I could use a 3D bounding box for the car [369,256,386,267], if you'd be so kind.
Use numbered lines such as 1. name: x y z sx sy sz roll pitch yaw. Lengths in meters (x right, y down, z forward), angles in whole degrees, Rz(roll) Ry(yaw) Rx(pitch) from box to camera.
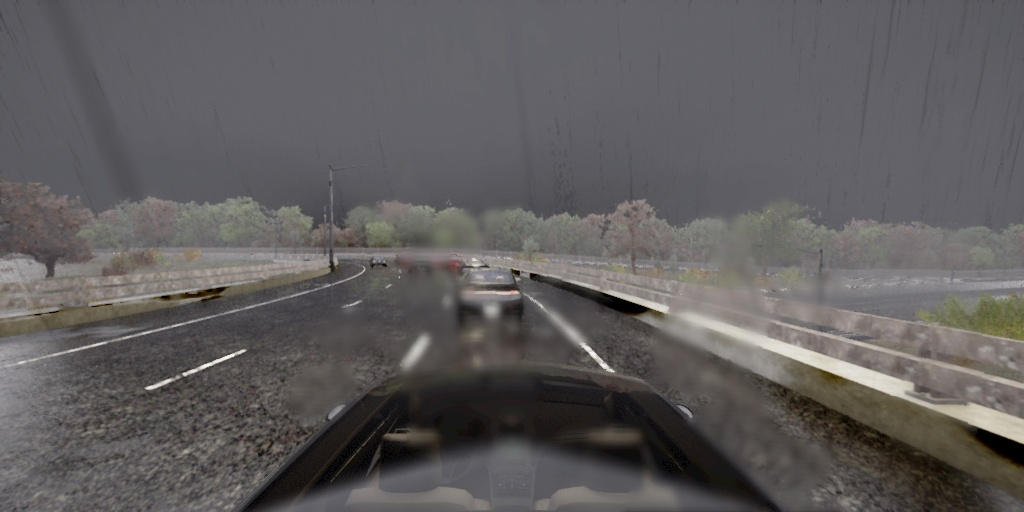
1. car: -17.591 0.684 46.917 2.033 1.411 5.357 0 1 -25

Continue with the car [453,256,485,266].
1. car: -2.545 0.942 23.594 2.128 1.511 4.902 0 1 -11

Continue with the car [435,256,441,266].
1. car: -10.736 0.673 48.647 1.994 1.385 4.181 0 1 -24

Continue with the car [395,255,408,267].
1. car: -14.592 0.590 48.630 1.882 1.535 5.008 0 0 -25

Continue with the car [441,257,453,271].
1. car: -5.520 0.769 35.292 1.882 1.535 5.008 0 1 -18

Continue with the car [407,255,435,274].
1. car: -8.536 0.826 33.328 1.837 1.490 4.892 0 1 -17

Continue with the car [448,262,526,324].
1. car: -0.695 1.110 11.347 2.128 1.511 4.902 0 1 -5
